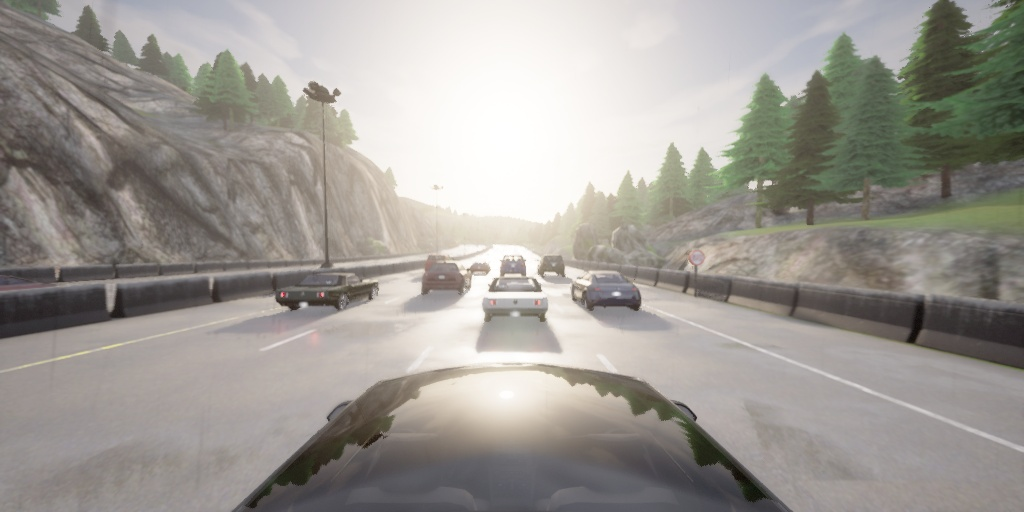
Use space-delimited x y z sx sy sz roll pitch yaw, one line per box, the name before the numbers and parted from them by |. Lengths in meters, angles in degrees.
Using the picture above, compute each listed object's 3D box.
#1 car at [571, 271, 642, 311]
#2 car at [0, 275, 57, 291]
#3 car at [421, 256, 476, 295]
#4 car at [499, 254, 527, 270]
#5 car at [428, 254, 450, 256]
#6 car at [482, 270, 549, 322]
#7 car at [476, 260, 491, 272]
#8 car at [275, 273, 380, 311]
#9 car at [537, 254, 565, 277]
car | 3.598 1.272 14.342 1.994 1.385 4.181 0 0 0
car | -17.585 1.286 11.437 1.994 1.385 4.181 0 0 0
car | -3.403 1.044 19.501 2.097 1.767 4.553 0 0 0
car | 0.095 0.864 30.864 2.150 2.045 5.566 0 0 0
car | -6.905 0.837 34.937 2.150 2.045 5.566 0 0 0
car | 0.098 1.316 12.166 1.895 1.301 4.718 0 0 0
car | -3.406 1.145 39.199 1.994 1.385 4.181 0 0 0
car | -6.903 1.311 14.112 1.895 1.301 4.718 0 0 0
car | 3.595 0.846 33.462 2.150 2.045 5.566 0 0 0
